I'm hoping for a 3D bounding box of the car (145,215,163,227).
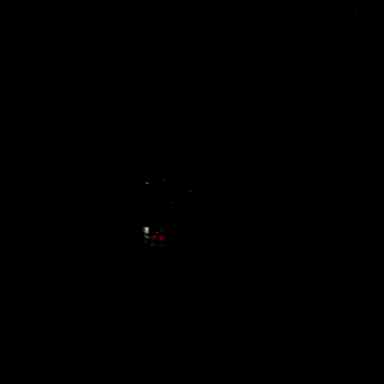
[{"bbox_3d":[-5.253,4.003,46.931,1.837,1.490,4.892,2,-3,2],"label":"car"}]

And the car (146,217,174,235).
[{"bbox_3d":[-2.943,3.262,32.297,1.837,1.490,4.892,2,-3,2],"label":"car"}]
